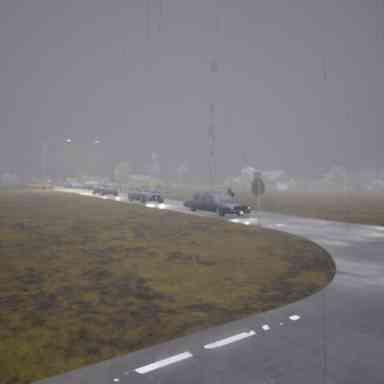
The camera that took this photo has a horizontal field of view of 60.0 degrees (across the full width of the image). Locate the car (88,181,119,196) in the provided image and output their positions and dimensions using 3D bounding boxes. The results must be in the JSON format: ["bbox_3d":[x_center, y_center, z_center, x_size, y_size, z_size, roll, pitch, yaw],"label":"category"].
[{"bbox_3d":[-10.141,-0.311,38.749,1.837,1.490,4.892,1,2,-35],"label":"car"}]

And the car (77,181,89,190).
[{"bbox_3d":[-15.811,-0.948,52.028,2.128,1.511,4.902,1,2,-35],"label":"car"}]

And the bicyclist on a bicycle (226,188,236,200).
[{"bbox_3d":[3.392,0.441,29.761,1.656,1.620,0.582,0,2,-35],"label":"bicyclist on a bicycle"}]

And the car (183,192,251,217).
[{"bbox_3d":[1.469,0.725,22.049,2.033,1.411,5.357,1,2,-35],"label":"car"}]

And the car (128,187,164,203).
[{"bbox_3d":[-4.218,0.251,30.216,1.994,1.385,4.181,1,2,-35],"label":"car"}]

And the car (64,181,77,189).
[{"bbox_3d":[-21.758,-1.360,60.568,2.033,1.411,5.357,1,2,-35],"label":"car"}]
